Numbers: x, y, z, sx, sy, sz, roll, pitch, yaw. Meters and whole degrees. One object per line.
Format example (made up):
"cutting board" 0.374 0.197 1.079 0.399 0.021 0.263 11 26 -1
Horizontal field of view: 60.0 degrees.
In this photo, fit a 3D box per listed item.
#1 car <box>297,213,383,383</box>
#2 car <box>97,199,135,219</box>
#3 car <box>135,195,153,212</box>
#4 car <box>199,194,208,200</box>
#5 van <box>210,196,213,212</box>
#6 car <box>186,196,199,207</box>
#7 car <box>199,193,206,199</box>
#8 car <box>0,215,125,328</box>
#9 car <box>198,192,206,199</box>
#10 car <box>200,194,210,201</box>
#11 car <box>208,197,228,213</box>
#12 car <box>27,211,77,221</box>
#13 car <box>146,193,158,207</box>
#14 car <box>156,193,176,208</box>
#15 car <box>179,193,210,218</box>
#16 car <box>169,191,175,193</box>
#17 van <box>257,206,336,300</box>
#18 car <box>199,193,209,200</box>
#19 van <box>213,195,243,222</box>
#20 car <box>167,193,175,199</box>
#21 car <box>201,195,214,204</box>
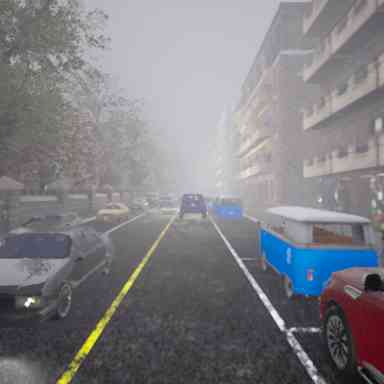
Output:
"car" 2.705 1.300 2.431 2.192 1.841 5.009 1 0 0
"car" -5.688 1.389 24.353 1.752 1.417 4.829 1 0 0
"car" -5.693 1.351 35.570 2.008 1.369 4.403 1 0 0
"car" 2.667 1.095 79.759 1.887 1.381 4.507 1 0 0
"van" 2.693 1.171 30.049 1.690 1.788 3.998 1 0 0
"car" 0.078 1.260 46.974 1.812 1.442 4.674 0 0 0
"car" 2.665 1.044 85.453 1.752 1.417 4.829 1 0 0
"car" -3.098 1.506 7.412 2.033 1.411 5.357 0 0 0
"car" 2.664 0.928 90.807 1.967 1.590 4.097 1 0 0
"car" 2.672 1.178 68.714 1.947 1.339 4.313 1 0 0
"car" 2.687 1.323 35.743 1.752 1.417 4.829 1 0 0
"car" -5.684 1.490 13.477 1.947 1.339 4.313 1 0 0
"car" -5.693 1.053 46.615 2.192 1.841 5.009 1 0 0
"car" -3.099 1.268 42.341 1.837 1.490 4.892 0 0 0
"car" 0.089 1.064 28.291 2.150 2.045 5.566 0 1 0
"car" -5.706 0.898 74.232 2.192 1.841 5.009 1 0 0
"van" 2.703 1.295 7.955 1.690 1.788 3.998 1 0 0
"car" 2.672 1.021 74.236 1.967 1.590 4.097 1 0 0
"van" 2.695 1.202 24.526 1.690 1.788 3.998 1 0 0
"car" -5.718 1.034 90.804 1.887 1.381 4.507 1 0 0
"car" 2.676 1.240 57.666 1.947 1.339 4.313 1 0 0
